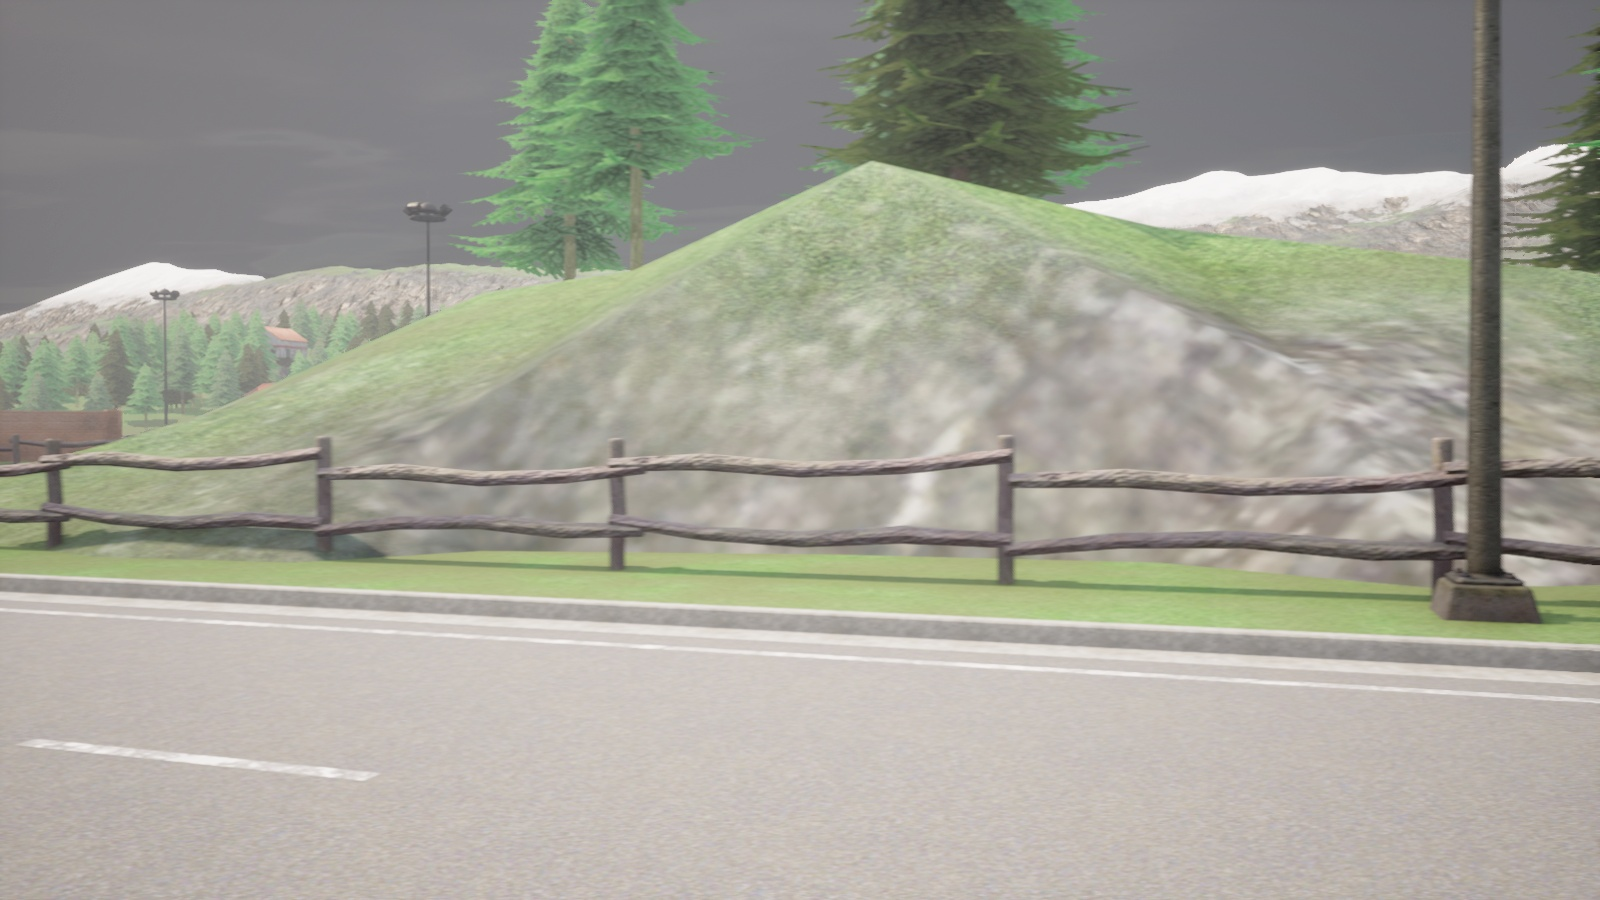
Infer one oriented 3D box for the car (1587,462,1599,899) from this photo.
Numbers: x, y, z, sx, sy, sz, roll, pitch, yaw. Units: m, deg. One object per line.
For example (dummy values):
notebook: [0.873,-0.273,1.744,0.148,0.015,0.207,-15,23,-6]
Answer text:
car: [4.176,0.814,1.788,4.792,1.488,2.163,1,1,19]
